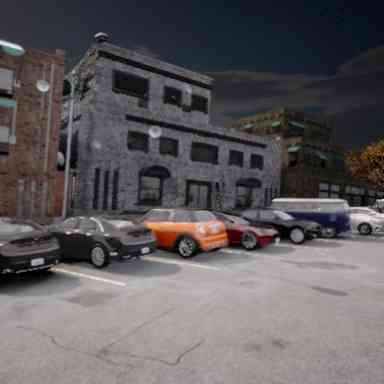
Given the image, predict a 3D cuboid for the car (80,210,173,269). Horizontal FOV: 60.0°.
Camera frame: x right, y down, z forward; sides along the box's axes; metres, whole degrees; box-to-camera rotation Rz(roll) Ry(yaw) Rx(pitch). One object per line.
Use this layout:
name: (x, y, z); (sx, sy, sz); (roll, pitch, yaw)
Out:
car: (-3.358, 1.484, 11.187); (4.892, 1.521, 2.231); (-1, -1, 35)

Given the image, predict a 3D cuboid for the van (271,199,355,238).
van: (6.119, 1.350, 18.043); (4.442, 1.987, 1.878); (-1, -1, 35)

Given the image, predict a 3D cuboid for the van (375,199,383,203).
van: (15.711, 1.551, 24.796); (4.442, 1.987, 1.878); (0, -2, 35)

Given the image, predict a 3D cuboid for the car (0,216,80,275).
car: (-5.752, 1.474, 9.484); (4.892, 1.521, 2.231); (-1, 0, 35)

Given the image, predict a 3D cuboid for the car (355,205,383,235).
car: (8.610, 1.653, 19.669); (4.674, 1.452, 2.002); (-1, -2, 35)

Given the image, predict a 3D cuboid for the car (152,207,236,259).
car: (-0.947, 1.370, 12.870); (4.553, 1.767, 2.185); (-1, -1, 35)

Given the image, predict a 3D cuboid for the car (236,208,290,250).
car: (1.452, 1.547, 14.573); (4.792, 1.488, 2.163); (-1, -1, 35)

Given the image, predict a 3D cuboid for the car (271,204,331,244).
car: (3.814, 1.542, 16.286); (5.008, 1.535, 2.097); (-1, -1, 35)
